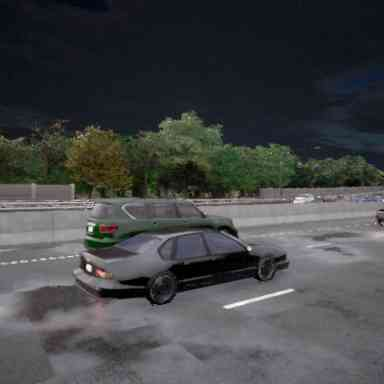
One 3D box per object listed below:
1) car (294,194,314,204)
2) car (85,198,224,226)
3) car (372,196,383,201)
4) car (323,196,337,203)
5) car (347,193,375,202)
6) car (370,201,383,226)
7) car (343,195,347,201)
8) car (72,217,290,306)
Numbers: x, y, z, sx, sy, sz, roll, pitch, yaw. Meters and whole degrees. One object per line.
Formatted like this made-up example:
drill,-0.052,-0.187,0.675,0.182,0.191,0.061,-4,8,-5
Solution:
car,20.548,1.404,60.755,2.150,2.045,5.566,1,1,39
car,-0.902,1.230,11.699,5.566,2.045,2.150,0,0,-35
car,30.481,1.815,51.432,4.902,1.511,2.128,1,-1,-35
car,30.380,1.601,73.203,1.882,1.535,5.008,1,1,39
car,28.157,1.539,54.065,5.566,2.045,2.150,1,-1,-35
car,14.389,1.535,22.596,4.902,1.511,2.128,0,0,-35
car,40.524,1.305,85.389,2.097,1.767,4.553,1,1,41
car,0.002,1.554,8.049,5.357,1.411,2.033,0,0,-35
